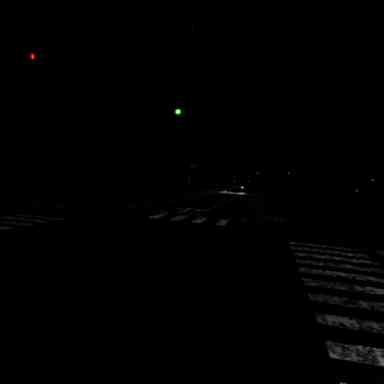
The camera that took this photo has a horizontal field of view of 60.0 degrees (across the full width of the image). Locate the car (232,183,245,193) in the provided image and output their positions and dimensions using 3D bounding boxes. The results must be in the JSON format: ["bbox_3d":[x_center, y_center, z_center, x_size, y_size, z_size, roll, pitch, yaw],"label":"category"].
[{"bbox_3d":[8.478,-0.841,60.091,2.097,1.767,4.553,4,3,13],"label":"car"}]
